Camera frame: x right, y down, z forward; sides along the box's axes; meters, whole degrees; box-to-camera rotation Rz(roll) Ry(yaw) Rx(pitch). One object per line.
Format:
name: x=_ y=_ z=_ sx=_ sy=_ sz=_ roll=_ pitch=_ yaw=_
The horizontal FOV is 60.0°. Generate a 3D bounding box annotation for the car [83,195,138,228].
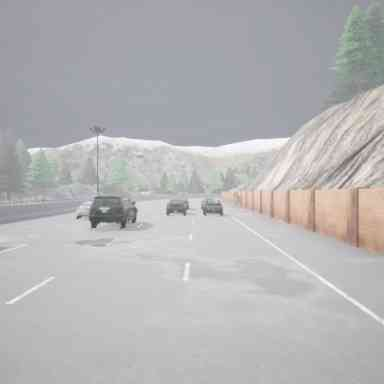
car: x=-5.128 y=1.222 z=22.308 sx=2.150 sy=2.045 sz=5.566 roll=0 pitch=0 yaw=1

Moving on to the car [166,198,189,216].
car: x=-1.486 y=1.505 z=32.979 sx=1.837 sy=1.490 sz=4.892 roll=0 pitch=0 yaw=0

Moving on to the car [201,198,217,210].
car: x=2.148 y=1.525 z=43.250 sx=1.812 sy=1.442 sz=4.674 roll=0 pitch=0 yaw=1

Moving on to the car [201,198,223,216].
car: x=2.013 y=1.491 z=32.800 sx=2.128 sy=1.511 sz=4.902 roll=0 pitch=0 yaw=1

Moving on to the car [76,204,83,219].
car: x=-8.539 y=1.525 z=28.818 sx=1.812 sy=1.442 sz=4.674 roll=0 pitch=0 yaw=1
